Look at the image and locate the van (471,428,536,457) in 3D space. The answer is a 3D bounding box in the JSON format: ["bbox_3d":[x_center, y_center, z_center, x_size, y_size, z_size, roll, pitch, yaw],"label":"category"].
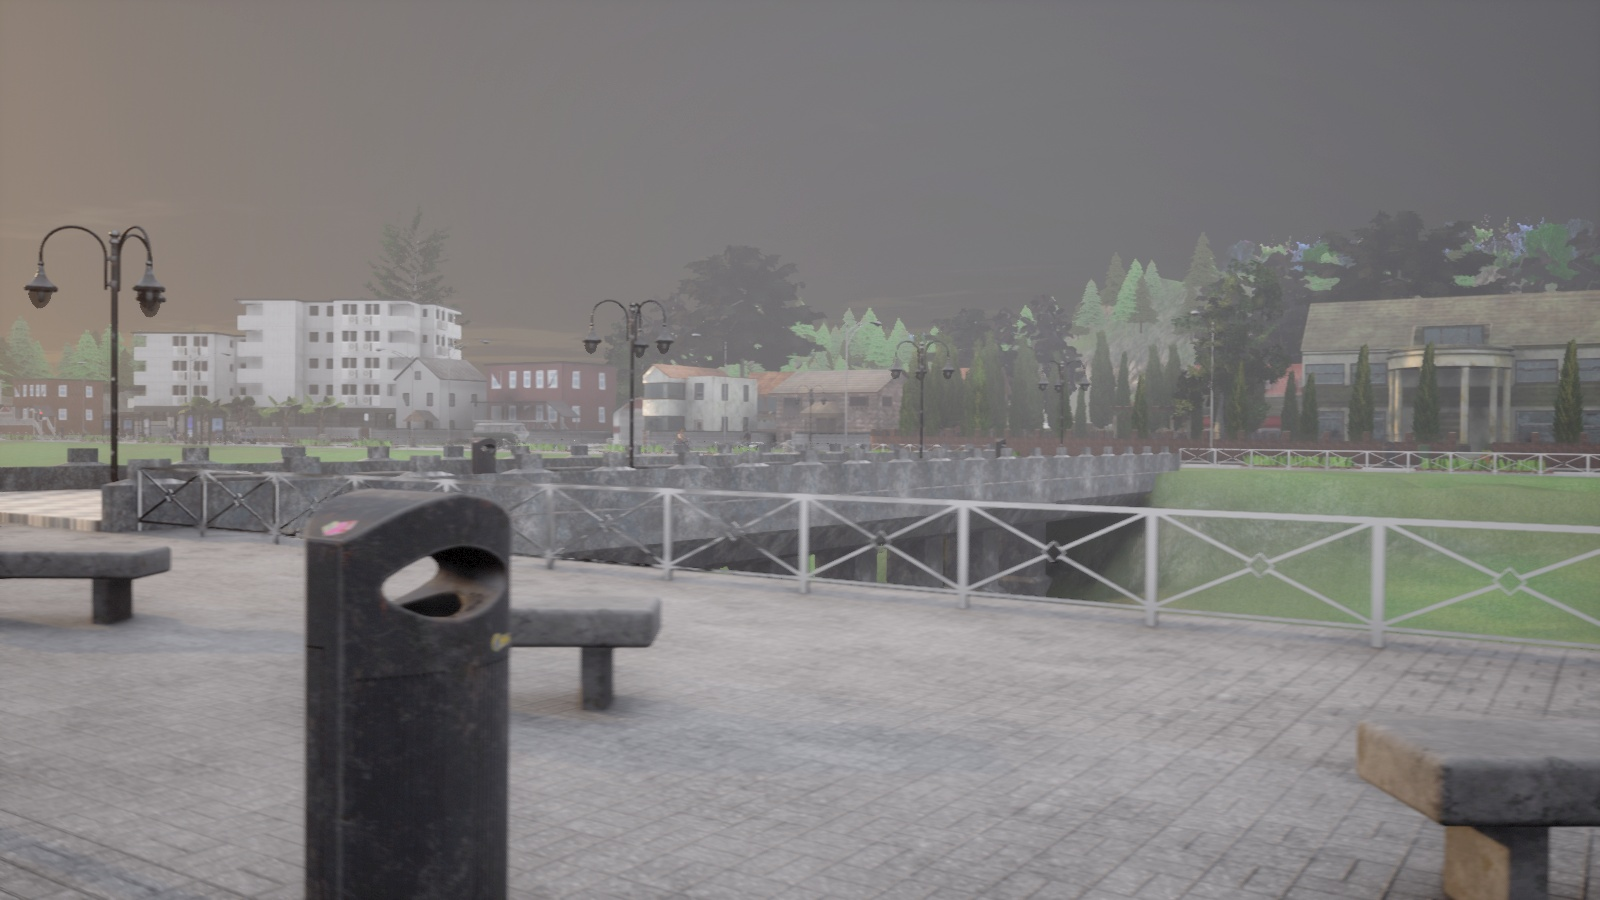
[{"bbox_3d":[-20.598,-0.519,87.152,4.442,1.987,1.775,0,1,34],"label":"van"}]
